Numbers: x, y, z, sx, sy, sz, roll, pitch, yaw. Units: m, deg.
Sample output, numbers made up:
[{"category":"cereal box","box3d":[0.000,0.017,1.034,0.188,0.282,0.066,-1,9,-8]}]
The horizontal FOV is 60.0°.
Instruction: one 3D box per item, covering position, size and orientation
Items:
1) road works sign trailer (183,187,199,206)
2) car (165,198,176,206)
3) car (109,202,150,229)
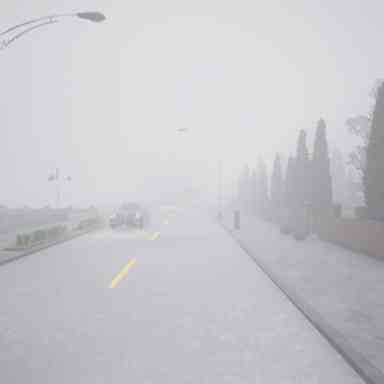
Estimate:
[{"category":"road works sign trailer","box3d":[0.020,0.805,60.578,2.380,3.560,2.880,0,0,0]},{"category":"car","box3d":[-4.004,1.851,62.941,2.128,1.511,4.902,0,0,1]},{"category":"car","box3d":[-4.090,1.479,22.445,2.097,1.767,4.553,0,0,0]}]
